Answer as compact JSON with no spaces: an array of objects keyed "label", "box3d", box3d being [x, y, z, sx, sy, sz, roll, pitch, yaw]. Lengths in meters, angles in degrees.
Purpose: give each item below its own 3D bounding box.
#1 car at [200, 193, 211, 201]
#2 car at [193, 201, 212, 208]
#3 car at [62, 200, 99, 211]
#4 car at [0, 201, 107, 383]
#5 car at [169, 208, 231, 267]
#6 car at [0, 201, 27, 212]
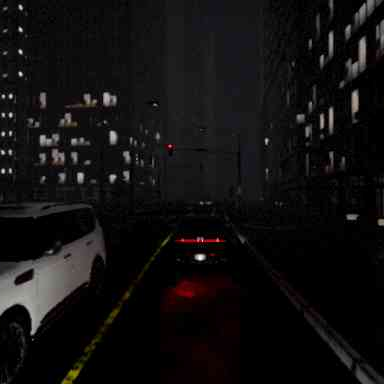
[{"label":"car","box3d":[3.148,1.186,76.441,2.150,2.045,5.566,0,0,9]},{"label":"car","box3d":[0.714,1.577,22.965,1.994,1.385,4.181,0,0,3]},{"label":"car","box3d":[-15.178,1.870,45.404,4.403,1.369,2.008,-1,0,12]},{"label":"car","box3d":[-3.037,1.227,5.459,2.150,2.045,5.566,0,0,1]},{"label":"car","box3d":[0.290,1.515,11.471,1.837,1.490,4.892,0,0,2]},{"label":"car","box3d":[-26.193,2.082,47.685,4.313,1.339,1.947,-1,1,12]}]
